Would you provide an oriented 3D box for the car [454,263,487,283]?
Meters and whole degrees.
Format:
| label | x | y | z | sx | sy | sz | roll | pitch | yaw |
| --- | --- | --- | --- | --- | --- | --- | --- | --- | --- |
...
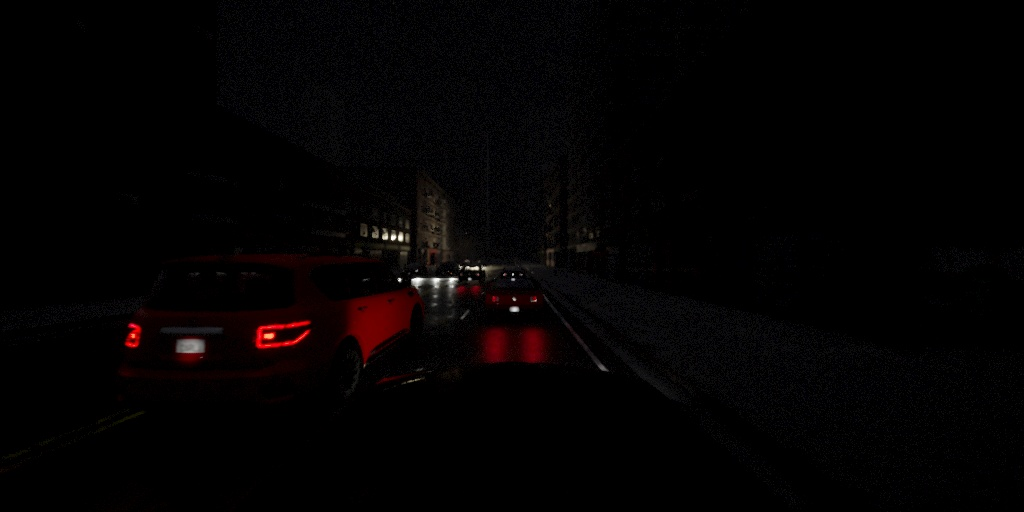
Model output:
| label | x | y | z | sx | sy | sz | roll | pitch | yaw |
| --- | --- | --- | --- | --- | --- | --- | --- | --- | --- |
| car | -3.163 | 1.453 | 29.125 | 1.895 | 1.301 | 4.718 | 0 | 0 | 0 |

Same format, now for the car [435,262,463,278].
| label | x | y | z | sx | sy | sz | roll | pitch | yaw |
| --- | --- | --- | --- | --- | --- | --- | --- | --- | --- |
| car | -6.603 | 1.392 | 36.772 | 1.837 | 1.490 | 4.892 | 0 | 0 | 0 |

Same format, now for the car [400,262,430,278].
| label | x | y | z | sx | sy | sz | roll | pitch | yaw |
| --- | --- | --- | --- | --- | --- | --- | --- | --- | --- |
| car | -9.852 | 1.412 | 36.648 | 1.812 | 1.442 | 4.674 | 0 | 0 | 0 |

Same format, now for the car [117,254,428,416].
| label | x | y | z | sx | sy | sz | roll | pitch | yaw |
| --- | --- | --- | --- | --- | --- | --- | --- | --- | --- |
| car | -3.190 | 0.990 | 6.277 | 2.150 | 2.045 | 5.566 | 0 | 0 | 1 |

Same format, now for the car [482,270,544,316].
| label | x | y | z | sx | sy | sz | roll | pitch | yaw |
| --- | --- | --- | --- | --- | --- | --- | --- | --- | --- |
| car | 0.088 | 1.393 | 13.493 | 1.895 | 1.301 | 4.718 | 0 | 0 | 0 |

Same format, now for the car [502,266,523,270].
| label | x | y | z | sx | sy | sz | roll | pitch | yaw |
| --- | --- | --- | --- | --- | --- | --- | --- | --- | --- |
| car | 0.087 | 1.453 | 29.210 | 1.895 | 1.301 | 4.718 | 0 | 0 | 0 |
